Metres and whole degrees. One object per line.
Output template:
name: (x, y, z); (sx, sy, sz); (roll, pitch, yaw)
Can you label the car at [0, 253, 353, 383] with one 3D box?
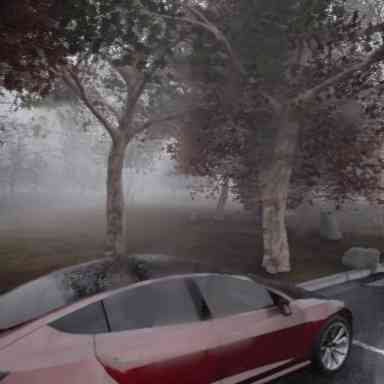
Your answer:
car: (-0.098, 1.513, 3.986); (4.792, 1.488, 2.163); (0, 0, -33)
